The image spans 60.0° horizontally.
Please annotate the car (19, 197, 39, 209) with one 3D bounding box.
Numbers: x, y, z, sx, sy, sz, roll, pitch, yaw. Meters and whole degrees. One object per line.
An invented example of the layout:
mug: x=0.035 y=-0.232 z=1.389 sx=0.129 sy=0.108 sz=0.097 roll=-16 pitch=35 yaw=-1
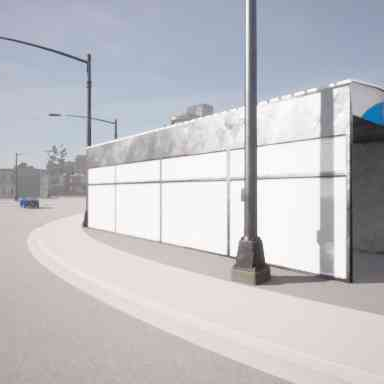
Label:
car: x=-22.566 y=1.457 z=46.095 sx=1.882 sy=1.535 sz=5.008 roll=0 pitch=0 yaw=-35
